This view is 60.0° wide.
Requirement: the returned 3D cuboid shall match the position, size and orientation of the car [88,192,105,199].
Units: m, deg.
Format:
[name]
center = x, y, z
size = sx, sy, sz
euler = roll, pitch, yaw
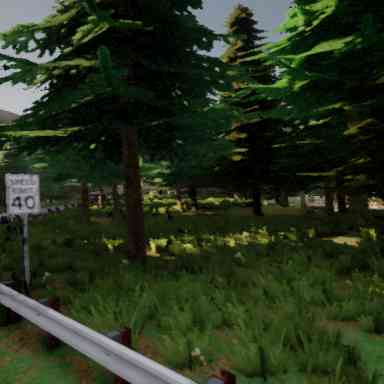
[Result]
[car]
center = -15.635, 0.733, 53.640
size = 2.128, 1.511, 4.902
euler = -5, 1, 8
